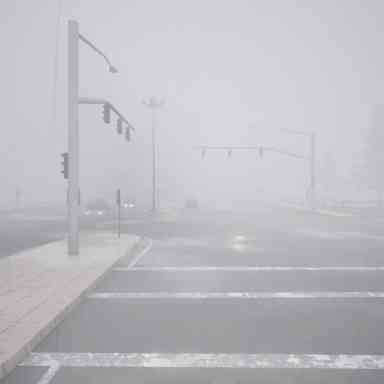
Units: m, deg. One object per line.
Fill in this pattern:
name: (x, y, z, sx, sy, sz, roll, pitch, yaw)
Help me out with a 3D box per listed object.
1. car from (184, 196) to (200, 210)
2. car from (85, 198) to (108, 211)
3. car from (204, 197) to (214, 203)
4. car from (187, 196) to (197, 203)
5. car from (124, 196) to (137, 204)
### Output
car: (-0.037, 1.526, 43.480, 1.812, 1.442, 4.674, 0, 0, 0)
car: (-11.614, 1.526, 40.975, 1.812, 1.442, 4.674, 0, 0, 0)
car: (3.441, 1.601, 68.949, 1.895, 1.301, 4.718, 0, 0, 0)
car: (-0.059, 1.564, 68.915, 1.994, 1.385, 4.181, 0, 0, 0)
car: (-11.564, 1.493, 62.474, 2.128, 1.511, 4.902, 0, 0, 0)
